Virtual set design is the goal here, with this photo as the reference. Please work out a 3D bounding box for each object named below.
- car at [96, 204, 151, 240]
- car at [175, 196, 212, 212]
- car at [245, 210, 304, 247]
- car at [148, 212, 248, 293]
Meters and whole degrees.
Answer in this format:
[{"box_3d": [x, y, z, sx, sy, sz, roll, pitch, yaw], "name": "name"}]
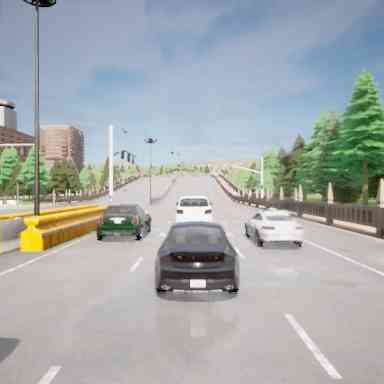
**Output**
[{"box_3d": [-3.380, 1.381, 17.281, 2.097, 1.767, 4.553, 0, 0, 0], "name": "car"}, {"box_3d": [0.123, 1.260, 21.204, 2.150, 2.045, 5.566, 0, 0, 0], "name": "car"}, {"box_3d": [3.613, 1.551, 15.101, 1.812, 1.442, 4.674, 0, 0, 0], "name": "car"}, {"box_3d": [0.112, 1.521, 8.873, 1.837, 1.490, 4.892, 0, 0, 0], "name": "car"}]
